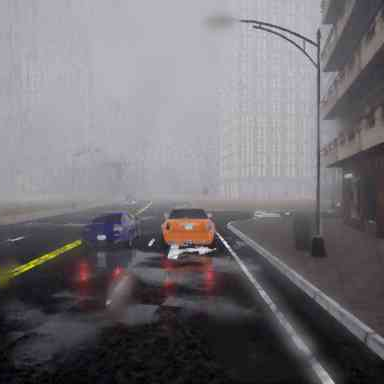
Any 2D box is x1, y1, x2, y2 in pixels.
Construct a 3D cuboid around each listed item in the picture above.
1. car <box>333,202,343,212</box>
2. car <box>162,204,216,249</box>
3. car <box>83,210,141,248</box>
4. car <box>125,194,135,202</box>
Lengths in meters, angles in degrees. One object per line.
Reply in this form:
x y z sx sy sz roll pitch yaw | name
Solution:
16.598 1.264 33.903 4.097 1.590 1.967 0 0 13 | car
-0.170 1.366 14.757 2.097 1.767 4.553 0 0 -1 | car
-3.420 1.533 14.713 1.812 1.442 4.674 0 0 -1 | car
-14.379 1.298 77.801 2.097 1.767 4.553 0 0 -7 | car
